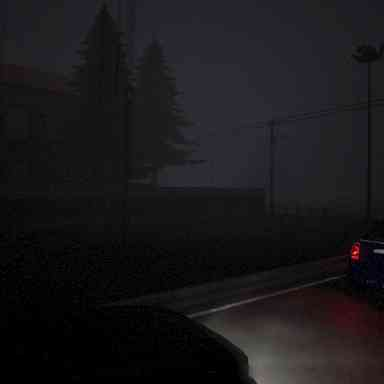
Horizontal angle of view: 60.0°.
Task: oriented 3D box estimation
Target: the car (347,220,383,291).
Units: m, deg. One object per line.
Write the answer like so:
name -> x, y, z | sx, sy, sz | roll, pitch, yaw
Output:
car -> 5.706, 1.352, 7.825 | 4.553, 1.767, 2.097 | 0, 0, -35

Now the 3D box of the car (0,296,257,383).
car -> -1.993, 1.547, 2.305 | 5.357, 1.411, 2.033 | 0, 0, -36
